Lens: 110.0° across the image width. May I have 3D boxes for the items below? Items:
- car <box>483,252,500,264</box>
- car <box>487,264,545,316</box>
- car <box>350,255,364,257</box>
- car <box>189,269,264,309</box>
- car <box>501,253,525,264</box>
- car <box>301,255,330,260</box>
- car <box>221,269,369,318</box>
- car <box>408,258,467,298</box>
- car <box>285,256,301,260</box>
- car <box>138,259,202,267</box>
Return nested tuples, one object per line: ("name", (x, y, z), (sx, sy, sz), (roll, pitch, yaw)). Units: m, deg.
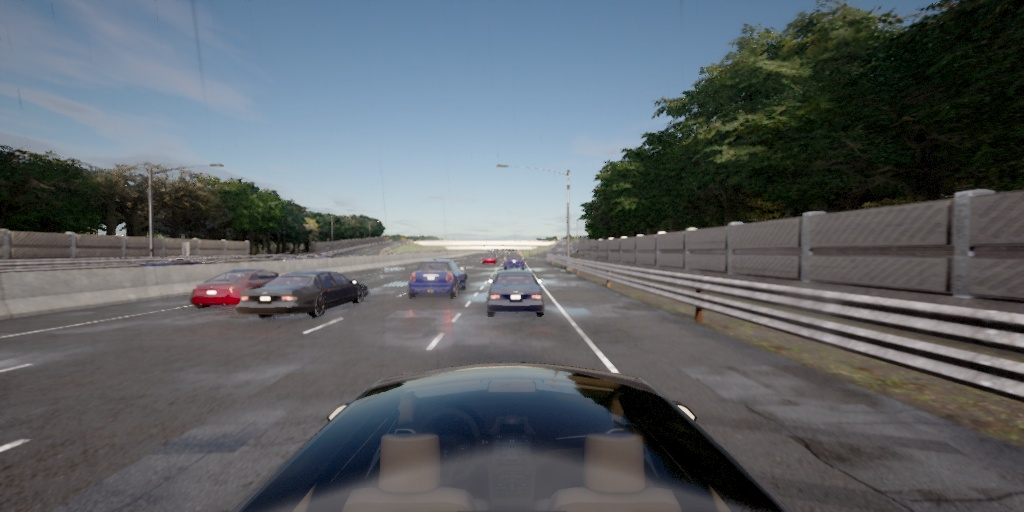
("car", (-3.215, 0.443, 53.936), (1.994, 1.385, 4.181), (0, 1, 1))
("car", (0.115, 1.206, 12.881), (2.033, 1.411, 5.357), (0, 1, 0))
("car", (-20.791, 0.550, 47.875), (2.033, 1.411, 5.357), (0, 1, 1))
("car", (-10.379, 1.202, 14.406), (1.994, 1.385, 4.181), (0, 1, 0))
("car", (0.242, 0.556, 37.846), (2.097, 1.767, 4.553), (0, 1, 0))
("car", (-24.336, 0.609, 45.799), (1.994, 1.385, 4.181), (0, 1, 1))
("car", (-6.884, 1.210, 12.523), (2.033, 1.411, 5.357), (0, 1, 0))
("car", (-3.471, 0.949, 17.535), (2.097, 1.767, 4.553), (0, 1, 0))
("car", (-27.802, 0.613, 47.409), (1.895, 1.301, 4.718), (0, 1, 1))
("car", (-31.484, 0.901, 33.112), (1.895, 1.301, 4.718), (0, 1, 0))
